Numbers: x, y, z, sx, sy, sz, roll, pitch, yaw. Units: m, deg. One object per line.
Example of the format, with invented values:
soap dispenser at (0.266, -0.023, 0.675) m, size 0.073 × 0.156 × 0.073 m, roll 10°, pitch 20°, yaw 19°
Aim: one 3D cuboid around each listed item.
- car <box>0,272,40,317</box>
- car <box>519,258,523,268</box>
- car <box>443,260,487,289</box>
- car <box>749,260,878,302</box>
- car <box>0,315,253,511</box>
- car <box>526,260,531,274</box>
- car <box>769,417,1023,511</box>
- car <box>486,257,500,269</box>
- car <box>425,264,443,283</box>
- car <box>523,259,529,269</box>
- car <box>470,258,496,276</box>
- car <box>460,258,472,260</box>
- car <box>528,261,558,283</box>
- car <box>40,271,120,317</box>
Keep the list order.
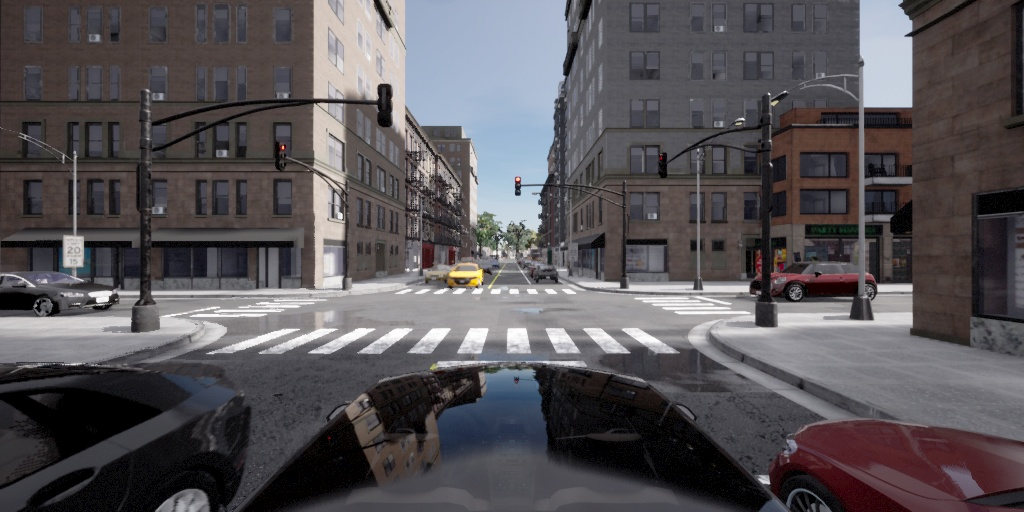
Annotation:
car at (-5.398, 1.065, 0.745) m, size 2.192 × 1.841 × 5.009 m, roll 0°, pitch 0°, yaw 0°
car at (2.484, 1.303, 55.184) m, size 2.007 × 1.370 × 4.403 m, roll 0°, pitch 0°, yaw 0°
car at (-2.911, 1.227, 23.349) m, size 1.882 × 1.535 × 5.008 m, roll 0°, pitch 0°, yaw 0°
car at (13.218, 1.035, 15.958) m, size 4.553 × 1.767 × 2.097 m, roll 0°, pitch 0°, yaw 0°
car at (-2.848, 1.255, 0.666) m, size 1.837 × 1.490 × 4.892 m, roll 0°, pitch 0°, yaw 0°
car at (2.547, 1.295, 33.257) m, size 1.888 × 1.381 × 4.507 m, roll 0°, pitch 0°, yaw 0°
car at (2.641, 1.332, 0.767) m, size 1.802 × 1.307 × 4.207 m, roll 0°, pitch 0°, yaw 0°
car at (-2.949, 1.300, 58.275) m, size 2.033 × 1.411 × 5.357 m, roll 0°, pitch 0°, yaw 0°
car at (-5.490, 1.275, 27.582) m, size 1.751 × 1.417 × 4.829 m, roll 0°, pitch 0°, yaw 0°
car at (2.532, 1.301, 38.739) m, size 2.007 × 1.370 × 4.403 m, roll 0°, pitch 0°, yaw 0°
car at (-2.949, 1.255, 37.444) m, size 1.837 × 1.490 × 4.892 m, roll 0°, pitch 0°, yaw 0°
car at (-5.517, 1.276, 38.545) m, size 1.751 × 1.417 × 4.829 m, roll 0°, pitch 0°, yaw 0°
car at (2.563, 1.300, 27.775) m, size 2.007 × 1.370 × 4.403 m, roll 0°, pitch 0°, yaw 0°
car at (-17.101, 1.309, 12.882) m, size 4.902 × 1.511 × 2.128 m, roll 0°, pitch 0°, yaw 1°
